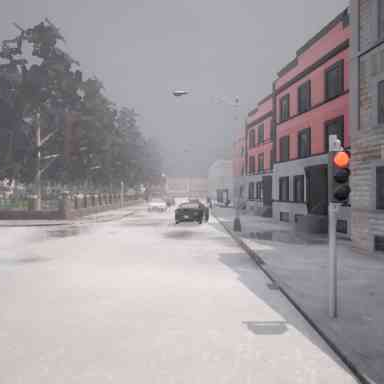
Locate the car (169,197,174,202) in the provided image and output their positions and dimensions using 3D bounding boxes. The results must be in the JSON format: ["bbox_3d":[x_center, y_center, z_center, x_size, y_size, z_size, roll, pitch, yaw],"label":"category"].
[{"bbox_3d":[-4.035,1.601,48.986,1.895,1.301,4.718,0,0,0],"label":"car"}]

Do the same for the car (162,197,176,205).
[{"bbox_3d":[-3.995,1.547,59.319,2.033,1.411,5.357,0,0,1],"label":"car"}]

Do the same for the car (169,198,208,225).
[{"bbox_3d":[0.038,1.478,24.304,1.882,1.535,5.008,1,0,10],"label":"car"}]

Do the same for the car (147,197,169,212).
[{"bbox_3d":[-4.039,1.526,38.891,1.812,1.442,4.674,0,0,0],"label":"car"}]
